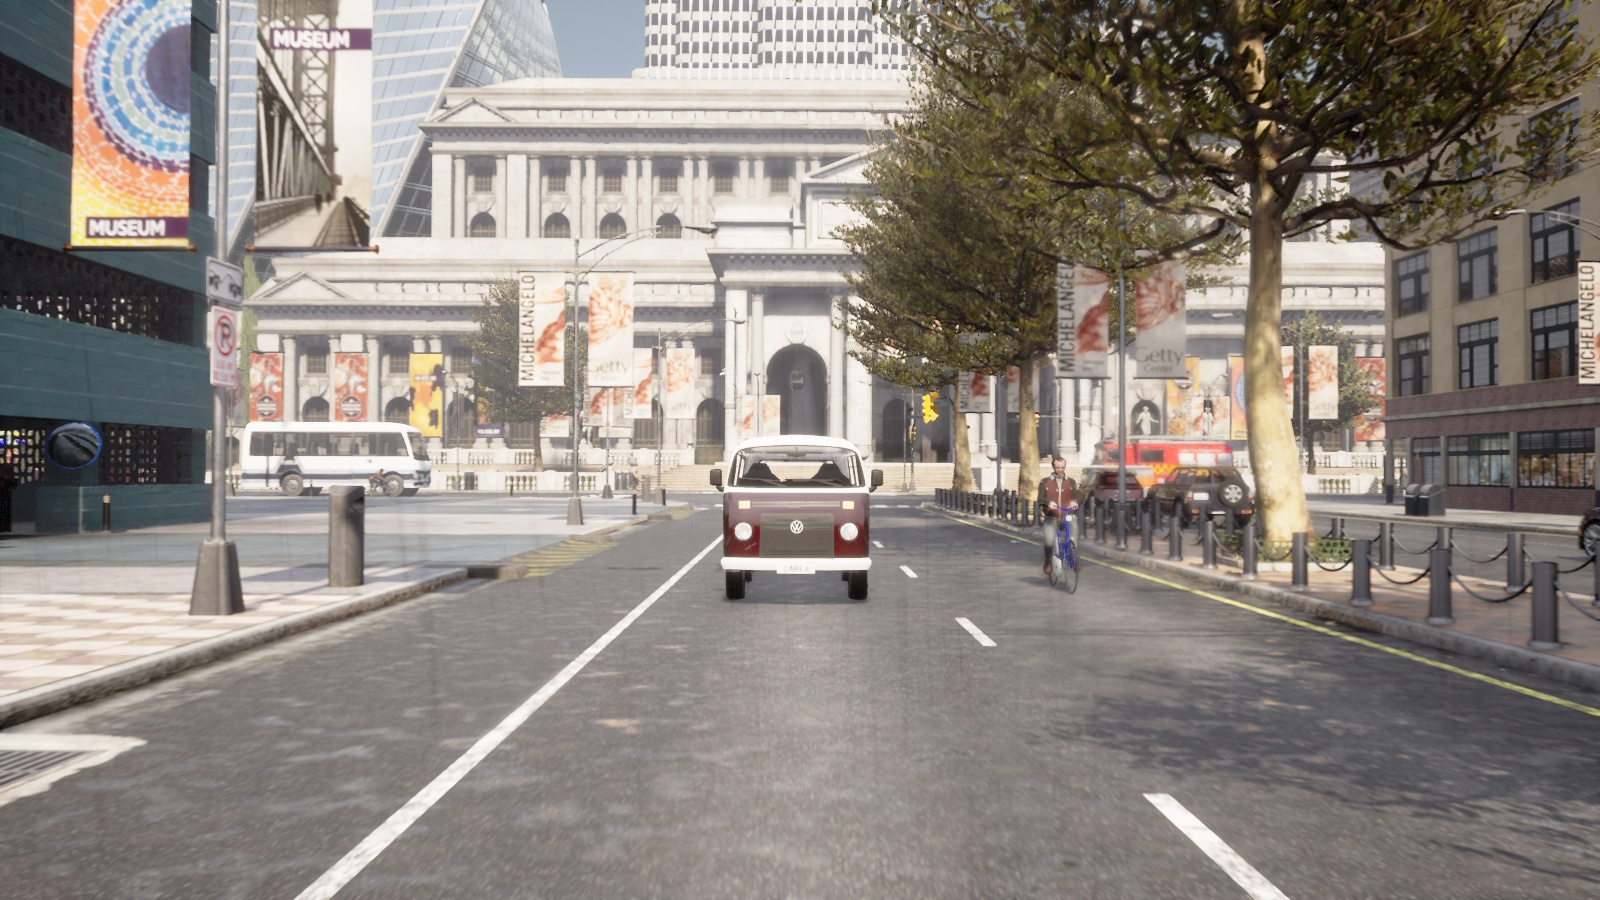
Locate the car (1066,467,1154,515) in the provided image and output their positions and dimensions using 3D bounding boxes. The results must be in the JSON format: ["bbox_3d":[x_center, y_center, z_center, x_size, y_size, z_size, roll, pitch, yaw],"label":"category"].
[{"bbox_3d":[11.338,1.475,46.311,2.033,1.649,4.856,0,-1,0],"label":"car"}]

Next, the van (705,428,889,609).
[{"bbox_3d":[-0.041,0.814,16.462,2.069,2.038,4.480,0,-1,0],"label":"van"}]

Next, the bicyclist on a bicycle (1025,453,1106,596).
[{"bbox_3d":[3.459,0.948,16.528,0.659,1.776,1.843,0,-1,0],"label":"bicyclist on a bicycle"}]

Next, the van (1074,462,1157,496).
[{"bbox_3d":[18.857,1.750,75.134,4.442,1.987,1.775,0,-1,-6],"label":"van"}]

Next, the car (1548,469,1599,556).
[{"bbox_3d":[14.949,1.060,20.843,2.128,1.511,4.902,0,-1,0],"label":"car"}]

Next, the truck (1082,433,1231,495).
[{"bbox_3d":[22.342,0.883,78.996,8.468,3.827,2.891,0,-1,0],"label":"truck"}]

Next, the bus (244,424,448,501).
[{"bbox_3d":[-25.867,0.748,72.061,10.273,4.253,3.944,0,-1,0],"label":"bus"}]

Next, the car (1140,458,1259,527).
[{"bbox_3d":[11.412,1.193,36.248,1.932,1.855,4.605,0,-1,0],"label":"car"}]

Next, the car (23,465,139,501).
[{"bbox_3d":[-42.890,1.961,75.010,5.566,2.045,2.150,0,-1,-7],"label":"car"}]
